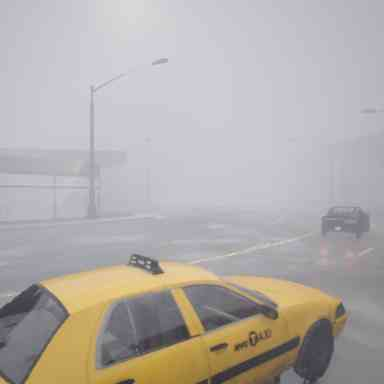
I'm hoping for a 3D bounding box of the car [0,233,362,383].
[{"bbox_3d":[-0.272,1.456,3.671,5.366,1.575,1.801,0,0,-38],"label":"car"}]

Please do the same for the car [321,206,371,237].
[{"bbox_3d":[8.265,1.493,17.764,2.128,1.511,4.902,0,0,34],"label":"car"}]
